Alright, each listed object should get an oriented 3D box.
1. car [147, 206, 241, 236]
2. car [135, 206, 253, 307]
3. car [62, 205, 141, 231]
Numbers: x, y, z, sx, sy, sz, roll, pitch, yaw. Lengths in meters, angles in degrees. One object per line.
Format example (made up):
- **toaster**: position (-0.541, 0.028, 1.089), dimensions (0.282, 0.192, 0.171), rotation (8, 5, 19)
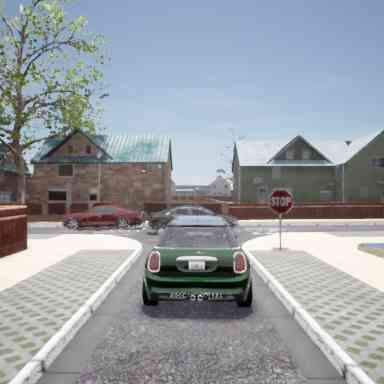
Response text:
- **car**: position (0.106, 1.540, 18.354), dimensions (4.892, 1.490, 1.837), rotation (0, -1, 1)
- **car**: position (0.176, 1.355, 8.166), dimensions (2.097, 1.767, 4.553), rotation (0, 0, 2)
- **car**: position (-5.706, 1.618, 21.380), dimensions (5.008, 1.535, 1.882), rotation (0, -1, 1)
